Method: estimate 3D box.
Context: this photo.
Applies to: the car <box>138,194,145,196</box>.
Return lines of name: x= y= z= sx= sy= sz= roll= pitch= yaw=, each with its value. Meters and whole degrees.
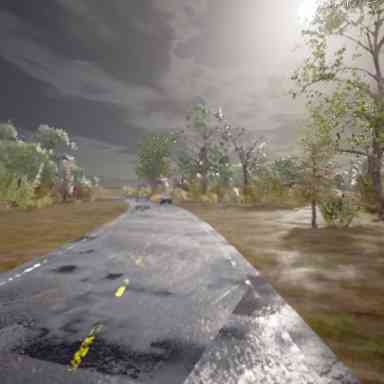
car: x=-13.708 y=1.213 z=89.670 sx=2.033 sy=1.411 sz=5.357 roll=0 pitch=0 yaw=-18

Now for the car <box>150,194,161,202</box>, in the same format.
car: x=-7.898 y=1.300 z=71.822 sx=1.801 sy=1.575 sz=5.366 roll=0 pitch=0 yaw=-14

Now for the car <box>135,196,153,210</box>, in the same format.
car: x=-6.093 y=1.516 z=41.257 sx=1.895 sy=1.301 sz=4.718 roll=0 pitch=0 yaw=-8

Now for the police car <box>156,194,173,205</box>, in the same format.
police car: x=-4.451 y=1.302 z=55.988 sx=1.930 sy=1.638 sz=5.238 roll=0 pitch=0 yaw=-11

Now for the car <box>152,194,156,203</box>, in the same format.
car: x=-6.471 y=1.335 z=65.750 sx=1.882 sy=1.535 sz=5.008 roll=0 pitch=0 yaw=-13
